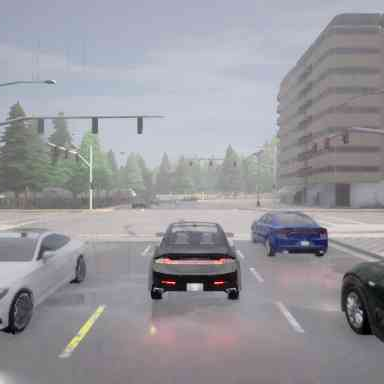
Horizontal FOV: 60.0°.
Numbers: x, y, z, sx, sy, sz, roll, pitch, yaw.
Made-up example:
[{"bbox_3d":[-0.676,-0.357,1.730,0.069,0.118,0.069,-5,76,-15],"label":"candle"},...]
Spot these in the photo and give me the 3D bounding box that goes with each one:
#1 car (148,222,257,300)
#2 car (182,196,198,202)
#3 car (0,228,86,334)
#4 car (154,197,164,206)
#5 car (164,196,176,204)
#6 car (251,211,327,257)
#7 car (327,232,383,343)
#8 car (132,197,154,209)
[{"bbox_3d":[0.067,1.492,8.383,2.128,1.511,4.902,0,0,0],"label":"car"},{"bbox_3d":[-0.369,1.524,74.586,1.812,1.442,4.674,0,0,31],"label":"car"},{"bbox_3d":[-3.616,1.526,6.882,1.812,1.442,4.674,0,0,0],"label":"car"},{"bbox_3d":[-6.451,1.564,55.956,1.994,1.385,4.181,0,0,5],"label":"car"},{"bbox_3d":[-4.514,1.525,65.448,1.812,1.442,4.674,0,0,18],"label":"car"},{"bbox_3d":[3.586,1.478,13.028,1.882,1.535,5.008,0,0,0],"label":"car"},{"bbox_3d":[3.600,1.352,3.877,2.097,1.767,4.553,0,0,0],"label":"car"},{"bbox_3d":[-7.027,1.547,46.580,2.033,1.411,5.357,0,0,1],"label":"car"}]
